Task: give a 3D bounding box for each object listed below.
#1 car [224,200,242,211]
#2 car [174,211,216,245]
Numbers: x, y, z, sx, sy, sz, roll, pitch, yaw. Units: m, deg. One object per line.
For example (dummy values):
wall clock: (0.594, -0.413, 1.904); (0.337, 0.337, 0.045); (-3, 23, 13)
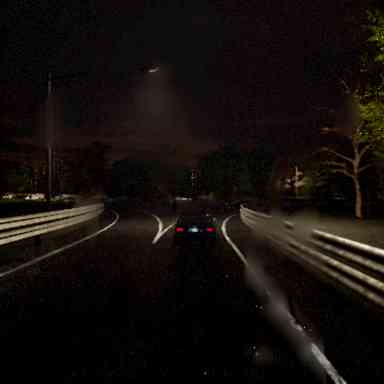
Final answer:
car: (5.708, 1.804, 45.362); (2.128, 1.511, 4.902); (-1, -1, 22)
car: (0.172, 1.604, 15.858); (2.033, 1.411, 5.357); (0, -1, 1)
